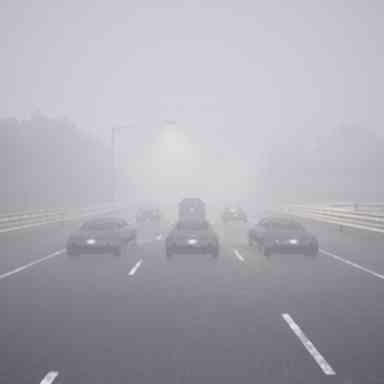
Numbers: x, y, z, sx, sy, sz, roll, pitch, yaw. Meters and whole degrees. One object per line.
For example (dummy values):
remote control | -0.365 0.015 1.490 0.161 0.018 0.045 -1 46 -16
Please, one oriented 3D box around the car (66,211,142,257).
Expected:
car | -3.476 1.702 13.516 1.994 1.385 4.181 0 0 0

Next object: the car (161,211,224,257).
car | 0.022 1.702 13.501 1.994 1.385 4.181 0 0 0

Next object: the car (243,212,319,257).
car | 3.525 1.702 13.529 1.994 1.385 4.181 0 0 0

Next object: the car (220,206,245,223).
car | 3.524 1.846 28.583 1.994 1.385 4.181 0 0 1

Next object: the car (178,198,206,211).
car | 0.013 1.497 27.576 2.150 2.045 5.566 0 0 0

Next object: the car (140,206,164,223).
car | -3.479 1.879 28.246 1.895 1.301 4.718 0 0 0
